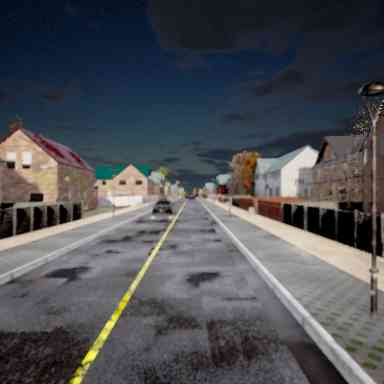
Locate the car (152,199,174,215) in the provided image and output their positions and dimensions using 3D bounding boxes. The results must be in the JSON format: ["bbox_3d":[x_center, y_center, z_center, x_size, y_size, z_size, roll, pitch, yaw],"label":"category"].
[{"bbox_3d":[-2.809,1.444,33.096,1.882,1.535,5.008,0,0,1],"label":"car"}]
